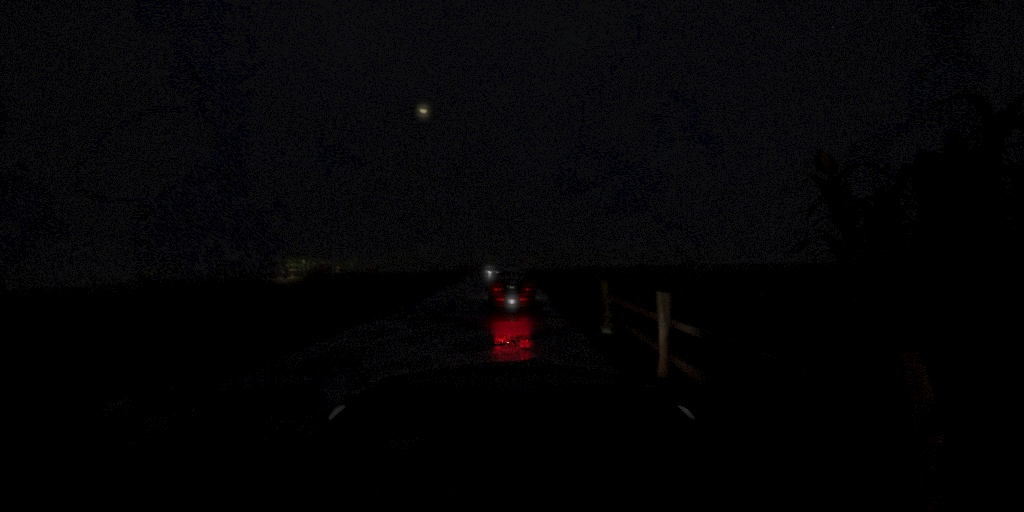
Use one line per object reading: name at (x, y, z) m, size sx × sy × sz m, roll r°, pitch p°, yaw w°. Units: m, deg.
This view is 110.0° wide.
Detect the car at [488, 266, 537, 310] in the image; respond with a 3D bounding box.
car at (0.013, 1.390, 15.364) m, size 1.837 × 1.490 × 4.892 m, roll 0°, pitch 0°, yaw 0°

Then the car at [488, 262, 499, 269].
car at (-2.842, 1.704, 59.134) m, size 1.837 × 1.490 × 4.892 m, roll 0°, pitch -1°, yaw 0°

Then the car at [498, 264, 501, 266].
car at (0.012, 1.532, 30.765) m, size 1.812 × 1.442 × 4.674 m, roll 0°, pitch 0°, yaw 0°
